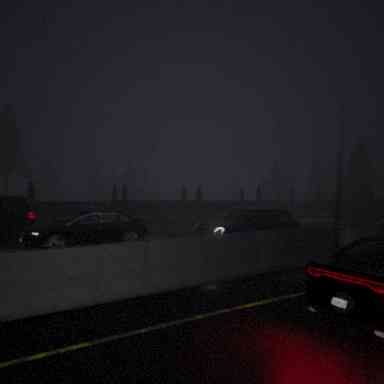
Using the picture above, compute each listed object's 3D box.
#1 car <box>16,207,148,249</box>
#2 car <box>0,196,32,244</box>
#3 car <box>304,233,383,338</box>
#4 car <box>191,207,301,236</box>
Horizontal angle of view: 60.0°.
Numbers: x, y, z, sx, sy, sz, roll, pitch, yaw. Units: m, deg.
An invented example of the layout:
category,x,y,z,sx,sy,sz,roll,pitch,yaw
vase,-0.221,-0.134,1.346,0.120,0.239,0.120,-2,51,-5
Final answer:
category,x,y,z,sx,sy,sz,roll,pitch,yaw
car,-4.200,1.497,13.527,4.902,1.511,2.128,0,0,-32
car,-9.630,1.195,14.174,5.566,2.045,2.150,0,0,-35
car,4.315,1.511,6.230,5.008,1.535,1.882,0,0,-31
car,2.195,1.394,13.250,4.553,1.767,2.097,0,0,-29
